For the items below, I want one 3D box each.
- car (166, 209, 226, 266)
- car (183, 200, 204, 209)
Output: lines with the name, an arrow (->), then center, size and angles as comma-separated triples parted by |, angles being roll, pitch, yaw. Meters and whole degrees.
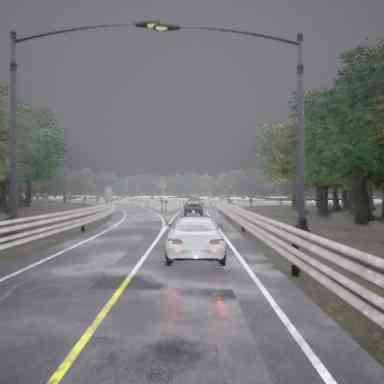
car -> 0.115, 1.532, 11.496 | 1.812, 1.442, 4.674 | 0, 0, 0
car -> 0.160, 1.579, 33.414 | 1.837, 1.490, 4.892 | 0, 0, 1
